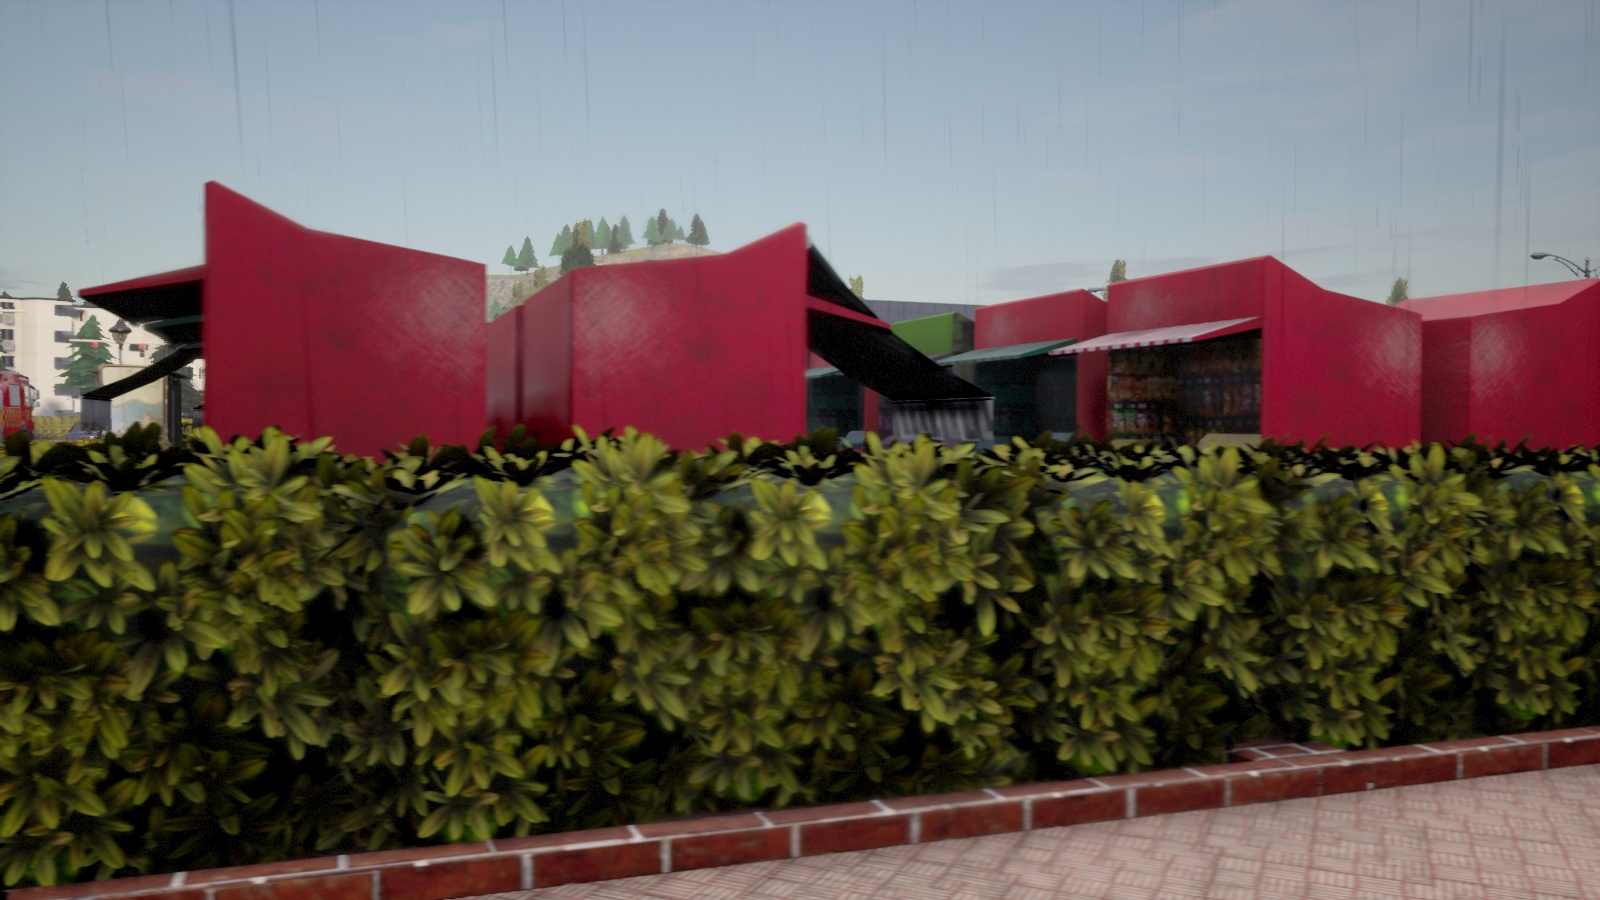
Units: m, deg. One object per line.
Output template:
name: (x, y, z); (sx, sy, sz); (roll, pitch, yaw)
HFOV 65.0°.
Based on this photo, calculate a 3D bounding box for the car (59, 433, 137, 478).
car: (-29.012, 0.191, 52.023); (2.097, 1.767, 4.553); (-1, 1, -20)

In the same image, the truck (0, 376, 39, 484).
truck: (-30.560, -0.713, 46.088); (2.891, 3.827, 8.468); (-1, 1, -20)
